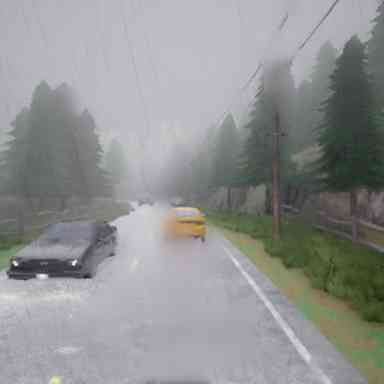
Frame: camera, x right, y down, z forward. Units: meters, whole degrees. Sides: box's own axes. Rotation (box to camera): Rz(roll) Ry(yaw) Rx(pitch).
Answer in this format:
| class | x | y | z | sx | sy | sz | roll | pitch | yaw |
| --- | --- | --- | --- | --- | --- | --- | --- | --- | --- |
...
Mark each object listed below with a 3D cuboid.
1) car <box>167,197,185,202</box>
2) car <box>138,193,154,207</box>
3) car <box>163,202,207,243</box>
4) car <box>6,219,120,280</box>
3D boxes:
| class | x | y | z | sx | sy | sz | roll | pitch | yaw |
| --- | --- | --- | --- | --- | --- | --- | --- | --- | --- |
| car | -1.924 | 1.362 | 40.488 | 2.097 | 1.767 | 4.553 | 0 | 0 | -6 |
| car | -7.357 | 1.242 | 53.017 | 2.150 | 2.045 | 5.566 | 0 | 0 | -12 |
| car | -0.381 | 1.481 | 16.274 | 1.882 | 1.535 | 5.008 | 0 | 0 | -3 |
| car | -3.510 | 1.557 | 10.282 | 2.033 | 1.411 | 5.357 | 0 | 0 | -2 |
